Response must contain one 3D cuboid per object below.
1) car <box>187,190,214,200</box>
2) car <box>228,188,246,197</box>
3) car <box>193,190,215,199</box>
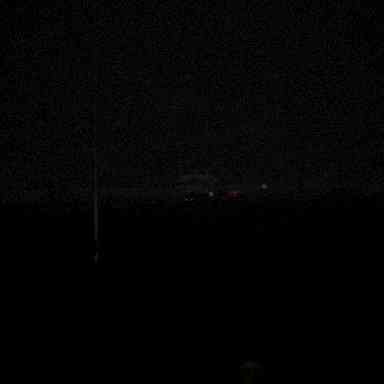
[{"bbox_3d":[1.240,0.389,54.348,2.097,1.767,4.553,-1,1,36],"label":"car"},{"bbox_3d":[8.794,0.066,65.073,2.097,1.767,4.553,-1,1,35],"label":"car"},{"bbox_3d":[2.257,0.468,60.623,1.812,1.442,4.674,-1,1,36],"label":"car"}]
